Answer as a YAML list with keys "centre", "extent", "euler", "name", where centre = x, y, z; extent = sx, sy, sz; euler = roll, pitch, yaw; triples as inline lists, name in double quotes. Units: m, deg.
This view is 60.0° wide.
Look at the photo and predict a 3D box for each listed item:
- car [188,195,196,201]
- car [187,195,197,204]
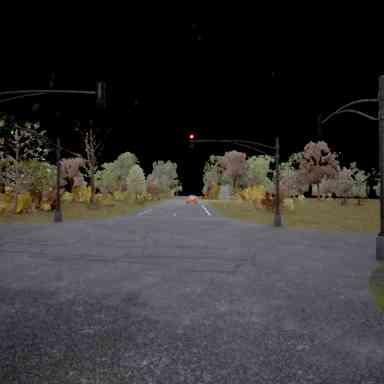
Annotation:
- centre: [0.021, 1.447, 78.042]
  extent: [1.812, 1.442, 4.674]
  euler: [0, 0, 0]
  name: "car"
- centre: [0.019, 1.421, 68.007]
  extent: [2.097, 1.767, 4.553]
  euler: [0, 0, 0]
  name: "car"
